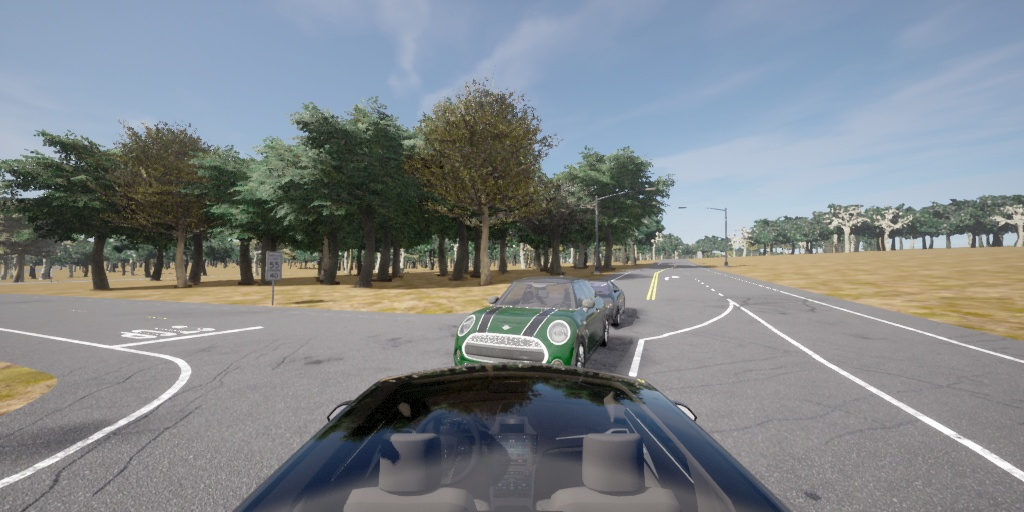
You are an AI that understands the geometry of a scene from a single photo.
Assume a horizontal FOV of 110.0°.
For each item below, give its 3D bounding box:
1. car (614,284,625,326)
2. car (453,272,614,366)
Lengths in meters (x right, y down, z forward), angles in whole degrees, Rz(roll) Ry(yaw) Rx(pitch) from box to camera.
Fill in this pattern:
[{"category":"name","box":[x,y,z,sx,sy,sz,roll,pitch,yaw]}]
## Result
[{"category":"car","box":[2.913,1.553,12.861,1.994,1.385,4.181,-2,0,22]},{"category":"car","box":[0.686,1.222,7.430,2.097,1.767,4.553,-1,-2,22]}]
